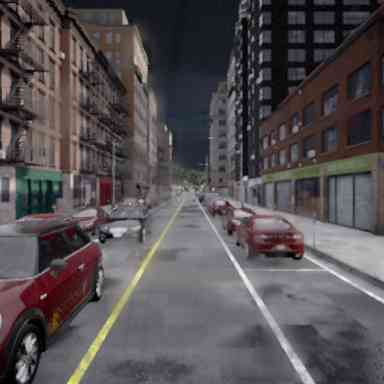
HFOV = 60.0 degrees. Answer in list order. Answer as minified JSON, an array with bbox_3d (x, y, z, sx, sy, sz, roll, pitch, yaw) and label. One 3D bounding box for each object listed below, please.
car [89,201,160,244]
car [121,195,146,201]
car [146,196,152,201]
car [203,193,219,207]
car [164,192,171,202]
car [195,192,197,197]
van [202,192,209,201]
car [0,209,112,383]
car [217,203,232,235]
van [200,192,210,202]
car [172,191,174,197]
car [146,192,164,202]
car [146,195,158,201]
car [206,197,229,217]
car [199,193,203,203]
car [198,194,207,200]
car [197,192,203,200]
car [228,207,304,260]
[{"bbox_3d":[-2.901,1.404,15.446,2.128,1.511,4.902,0,0,0],"label":"car"},{"bbox_3d":[-5.517,1.275,28.951,1.967,1.590,4.097,0,0,0],"label":"car"},{"bbox_3d":[-5.543,1.383,34.630,1.802,1.307,4.206,0,0,0],"label":"car"},{"bbox_3d":[2.489,1.231,34.661,1.967,1.590,4.097,0,0,0],"label":"car"},{"bbox_3d":[-5.674,0.942,63.020,2.192,1.841,5.009,0,0,0],"label":"car"},{"bbox_3d":[2.337,0.897,68.732,2.192,1.841,5.009,0,0,0],"label":"car"},{"bbox_3d":[2.464,1.098,40.338,1.690,1.788,3.998,0,0,0],"label":"van"},{"bbox_3d":[-2.865,1.325,5.101,2.097,1.767,4.553,0,0,0],"label":"car"},{"bbox_3d":[2.565,1.475,17.625,1.802,1.307,4.206,0,0,0],"label":"car"},{"bbox_3d":[2.362,0.958,63.053,1.690,1.788,3.998,0,0,0],"label":"van"},{"bbox_3d":[-5.727,0.871,74.376,2.192,1.841,5.009,0,0,0],"label":"car"},{"bbox_3d":[-5.595,1.047,45.985,2.192,1.841,5.009,0,0,0],"label":"car"},{"bbox_3d":[-5.569,1.333,40.308,1.947,1.339,4.313,0,0,0],"label":"car"},{"bbox_3d":[2.514,1.369,28.983,1.887,1.381,4.507,0,0,0],"label":"car"},{"bbox_3d":[2.438,1.273,46.019,2.008,1.369,4.403,0,0,0],"label":"car"},{"bbox_3d":[2.311,1.128,74.413,1.802,1.307,4.206,0,0,0],"label":"car"},{"bbox_3d":[2.388,0.967,57.374,2.192,1.841,5.009,0,0,0],"label":"car"},{"bbox_3d":[2.591,1.471,11.946,1.887,1.381,4.507,0,0,0],"label":"car"}]
